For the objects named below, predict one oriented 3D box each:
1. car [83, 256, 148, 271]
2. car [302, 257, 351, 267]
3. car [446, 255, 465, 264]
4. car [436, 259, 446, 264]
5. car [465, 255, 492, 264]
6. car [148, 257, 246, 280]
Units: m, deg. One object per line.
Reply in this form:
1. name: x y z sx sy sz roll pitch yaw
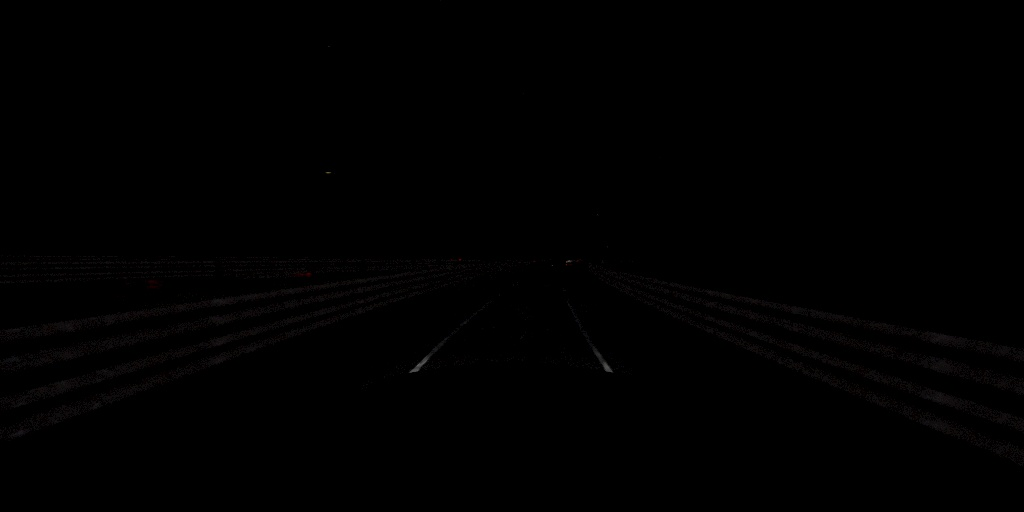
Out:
1. car: -27.760 0.738 26.768 2.033 1.411 5.357 1 -1 26
2. car: -18.894 0.869 36.888 2.128 1.511 4.902 1 0 26
3. car: -7.867 0.836 59.311 2.150 2.045 5.566 1 0 26
4. car: -11.022 1.172 60.831 1.895 1.301 4.718 1 0 26
5. car: -4.710 0.878 57.805 2.150 2.045 5.566 1 0 26
6. car: -21.048 0.800 24.583 1.837 1.490 4.892 1 0 26
